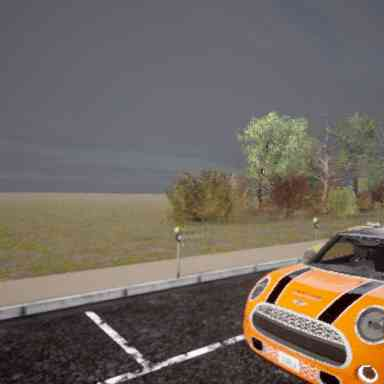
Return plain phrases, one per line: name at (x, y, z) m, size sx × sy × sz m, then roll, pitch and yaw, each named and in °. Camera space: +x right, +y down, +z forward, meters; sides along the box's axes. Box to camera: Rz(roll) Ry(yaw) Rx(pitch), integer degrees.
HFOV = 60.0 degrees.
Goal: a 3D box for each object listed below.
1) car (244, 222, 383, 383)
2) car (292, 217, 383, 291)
car at (2.957, 1.388, 5.177) m, size 4.553 × 1.767 × 2.097 m, roll 0°, pitch 0°, yaw -35°
car at (5.238, 1.593, 9.822) m, size 4.829 × 1.417 × 1.752 m, roll 0°, pitch 0°, yaw -35°
